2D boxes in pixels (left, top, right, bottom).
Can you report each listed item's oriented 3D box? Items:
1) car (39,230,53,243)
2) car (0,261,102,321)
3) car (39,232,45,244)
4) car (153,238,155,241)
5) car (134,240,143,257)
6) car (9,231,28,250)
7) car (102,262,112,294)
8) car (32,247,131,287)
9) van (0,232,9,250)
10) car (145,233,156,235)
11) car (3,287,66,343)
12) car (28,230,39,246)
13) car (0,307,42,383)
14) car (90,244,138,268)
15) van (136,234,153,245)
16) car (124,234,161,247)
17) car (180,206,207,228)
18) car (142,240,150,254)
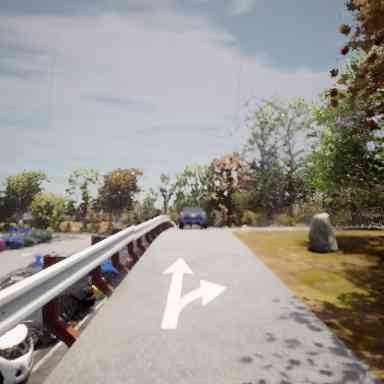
[{"bbox_3d":[-23.976,6.764,50.049,5.566,2.045,2.435,1,-4,-20],"label":"car"},{"bbox_3d":[-6.895,4.233,13.901,5.566,2.045,2.435,2,-4,-20],"label":"car"},{"bbox_3d":[-23.924,6.840,47.120,4.792,1.488,2.163,1,-5,-20],"label":"car"},{"bbox_3d":[-6.924,6.050,38.021,4.553,1.767,2.185,2,-4,-20],"label":"car"},{"bbox_3d":[-6.960,5.416,28.972,4.553,1.767,2.185,2,-5,-20],"label":"car"},{"bbox_3d":[-23.898,6.147,41.228,5.566,2.045,2.435,1,-5,-20],"label":"car"},{"bbox_3d":[-7.051,4.686,16.838,5.366,1.575,1.946,2,-4,-20],"label":"car"},{"bbox_3d":[-6.859,4.658,19.949,5.566,2.045,2.435,2,-5,-20],"label":"car"},{"bbox_3d":[-24.018,5.964,38.215,4.442,1.987,1.878,1,-4,-20],"label":"van"},{"bbox_3d":[-6.988,6.133,41.021,5.566,2.045,2.435,2,-4,-20],"label":"car"},{"bbox_3d":[-6.868,4.275,10.883,4.892,1.521,2.231,2,-5,-20],"label":"car"},{"bbox_3d":[-23.908,6.353,44.180,5.566,2.045,2.435,1,-5,-20],"label":"car"},{"bbox_3d":[-6.810,3.812,7.887,5.566,2.045,2.435,2,-5,-20],"label":"car"},{"bbox_3d":[-6.940,5.204,25.950,4.553,1.767,2.185,2,-5,-20],"label":"car"},{"bbox_3d":[-6.837,5.743,35.053,4.442,1.987,1.878,2,-5,-20],"label":"van"},{"bbox_3d":[-6.976,6.837,47.071,4.792,1.488,2.163,2,-5,-20],"label":"car"},{"bbox_3d":[0.099,2.005,26.947,2.097,1.767,4.553,0,-5,0],"label":"car"},{"bbox_3d":[-6.929,5.754,31.977,4.892,1.521,2.231,2,-4,-20],"label":"car"}]
